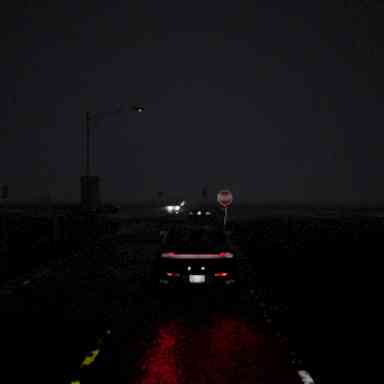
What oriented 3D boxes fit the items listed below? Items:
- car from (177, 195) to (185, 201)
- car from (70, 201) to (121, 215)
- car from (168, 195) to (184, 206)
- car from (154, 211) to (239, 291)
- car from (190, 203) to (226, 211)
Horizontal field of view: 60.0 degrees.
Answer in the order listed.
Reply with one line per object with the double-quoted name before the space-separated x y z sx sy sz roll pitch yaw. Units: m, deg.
"car" -2.801 1.567 82.503 1.812 1.442 4.674 0 0 0
"car" -9.563 1.586 33.375 4.718 1.301 1.895 0 1 0
"car" -2.852 1.504 54.198 2.128 1.511 4.902 0 0 1
"car" 0.105 1.490 8.977 2.128 1.511 4.902 0 0 0
"car" 1.304 1.547 25.796 2.033 1.411 5.357 0 0 18
